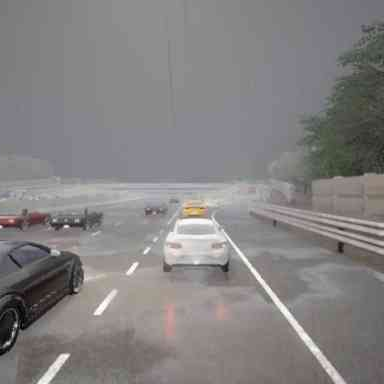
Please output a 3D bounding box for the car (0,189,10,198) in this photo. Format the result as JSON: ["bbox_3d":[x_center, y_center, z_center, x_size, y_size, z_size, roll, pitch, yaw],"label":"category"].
[{"bbox_3d":[-45.346,0.395,79.705,2.150,2.045,5.566,0,2,-16],"label":"car"}]

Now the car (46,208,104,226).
[{"bbox_3d":[-6.862,1.607,20.429,1.895,1.301,4.718,0,0,0],"label":"car"}]

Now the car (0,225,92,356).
[{"bbox_3d":[-3.498,1.566,6.044,1.994,1.385,4.181,0,0,0],"label":"car"}]

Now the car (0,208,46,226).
[{"bbox_3d":[-10.362,1.606,20.267,1.895,1.301,4.718,0,0,0],"label":"car"}]

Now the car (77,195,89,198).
[{"bbox_3d":[-27.943,1.457,85.114,2.033,1.411,5.357,0,0,0],"label":"car"}]

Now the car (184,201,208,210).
[{"bbox_3d":[0.304,1.487,28.750,1.882,1.535,5.008,0,0,2],"label":"car"}]

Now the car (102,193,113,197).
[{"bbox_3d":[-20.943,1.442,85.185,1.812,1.442,4.674,0,0,0],"label":"car"}]

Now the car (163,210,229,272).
[{"bbox_3d":[0.125,1.529,10.735,1.812,1.442,4.674,0,0,0],"label":"car"}]

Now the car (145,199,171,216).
[{"bbox_3d":[-3.411,1.612,32.792,1.895,1.301,4.718,0,0,0],"label":"car"}]

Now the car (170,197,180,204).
[{"bbox_3d":[-3.366,1.624,65.270,1.895,1.301,4.718,0,0,0],"label":"car"}]
